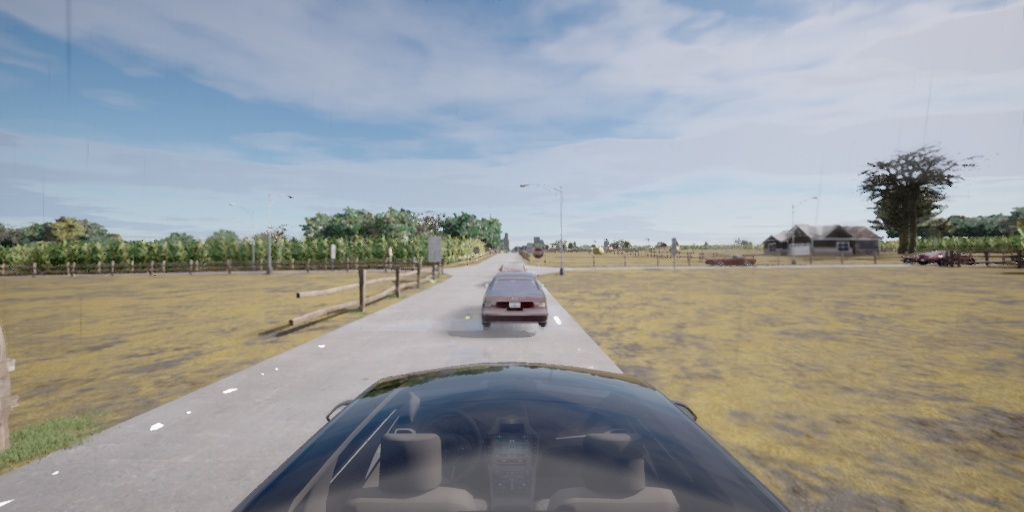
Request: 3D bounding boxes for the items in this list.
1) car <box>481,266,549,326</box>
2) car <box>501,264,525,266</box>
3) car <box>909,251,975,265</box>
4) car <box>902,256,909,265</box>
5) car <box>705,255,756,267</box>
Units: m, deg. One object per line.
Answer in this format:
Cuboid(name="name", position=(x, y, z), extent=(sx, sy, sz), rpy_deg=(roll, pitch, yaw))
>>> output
Cuboid(name="car", position=(0.080, 1.220, 11.276), extent=(2.033, 1.411, 5.357), rpy_deg=(0, 1, 0))
Cuboid(name="car", position=(0.053, 1.122, 22.307), extent=(1.895, 1.301, 4.718), rpy_deg=(0, 1, 0))
Cuboid(name="car", position=(44.238, 0.227, 36.651), extent=(4.674, 1.442, 1.812), rpy_deg=(-1, -1, 0))
Cuboid(name="car", position=(46.059, 0.185, 39.468), extent=(5.008, 1.535, 1.882), rpy_deg=(0, -1, 0))
Cuboid(name="car", position=(23.981, 0.544, 39.506), extent=(4.718, 1.301, 1.895), rpy_deg=(-1, -1, 0))
